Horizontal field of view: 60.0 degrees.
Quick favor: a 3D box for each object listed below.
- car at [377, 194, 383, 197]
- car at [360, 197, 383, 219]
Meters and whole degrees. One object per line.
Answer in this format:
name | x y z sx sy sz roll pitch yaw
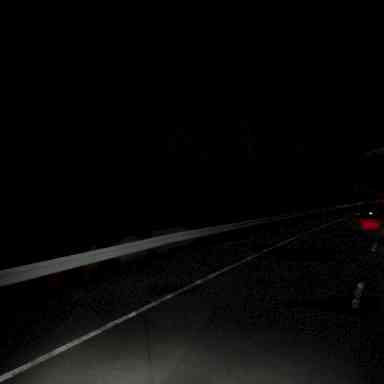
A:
car | 22.296 1.221 38.000 2.150 2.045 5.566 0 0 36
car | 16.200 1.505 29.493 1.837 1.490 4.892 0 0 35
